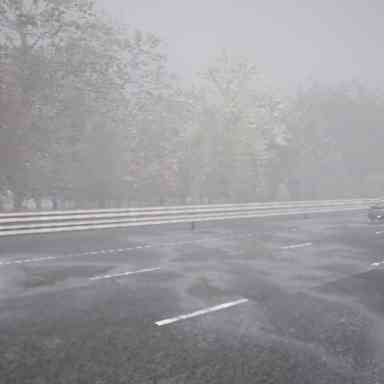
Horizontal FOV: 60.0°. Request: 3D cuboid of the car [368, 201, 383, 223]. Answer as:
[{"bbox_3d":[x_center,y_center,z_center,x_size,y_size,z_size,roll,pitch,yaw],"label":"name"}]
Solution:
[{"bbox_3d":[13.629,1.301,22.101,4.902,1.511,2.128,-1,0,-35],"label":"car"}]
